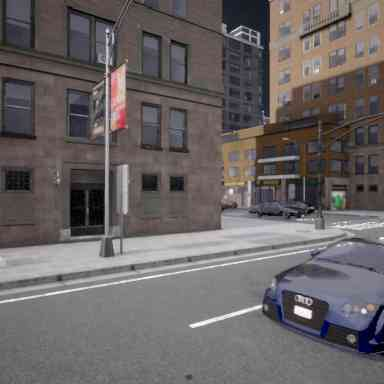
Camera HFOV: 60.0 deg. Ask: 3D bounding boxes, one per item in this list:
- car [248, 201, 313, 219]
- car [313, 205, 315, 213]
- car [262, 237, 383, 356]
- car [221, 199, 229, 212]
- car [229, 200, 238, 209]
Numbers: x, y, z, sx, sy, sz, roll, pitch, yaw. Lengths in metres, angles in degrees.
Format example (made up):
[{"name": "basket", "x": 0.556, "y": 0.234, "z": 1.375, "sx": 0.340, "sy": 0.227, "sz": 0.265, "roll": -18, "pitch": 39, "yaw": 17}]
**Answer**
[{"name": "car", "x": 7.413, "y": 1.541, "z": 29.157, "sx": 2.033, "sy": 1.411, "sz": 5.357, "roll": 0, "pitch": 0, "yaw": -37}, {"name": "car", "x": 10.530, "y": 1.580, "z": 34.284, "sx": 1.947, "sy": 1.339, "sz": 4.313, "roll": 0, "pitch": 0, "yaw": -35}, {"name": "car", "x": 3.233, "y": 1.564, "z": 5.995, "sx": 4.181, "sy": 1.385, "sz": 1.994, "roll": 0, "pitch": 0, "yaw": -36}, {"name": "car", "x": 1.631, "y": 1.592, "z": 37.366, "sx": 1.895, "sy": 1.301, "sz": 4.718, "roll": 0, "pitch": 0, "yaw": -35}, {"name": "car", "x": 4.168, "y": 1.594, "z": 43.285, "sx": 1.802, "sy": 1.307, "sz": 4.206, "roll": 0, "pitch": 0, "yaw": -35}]
